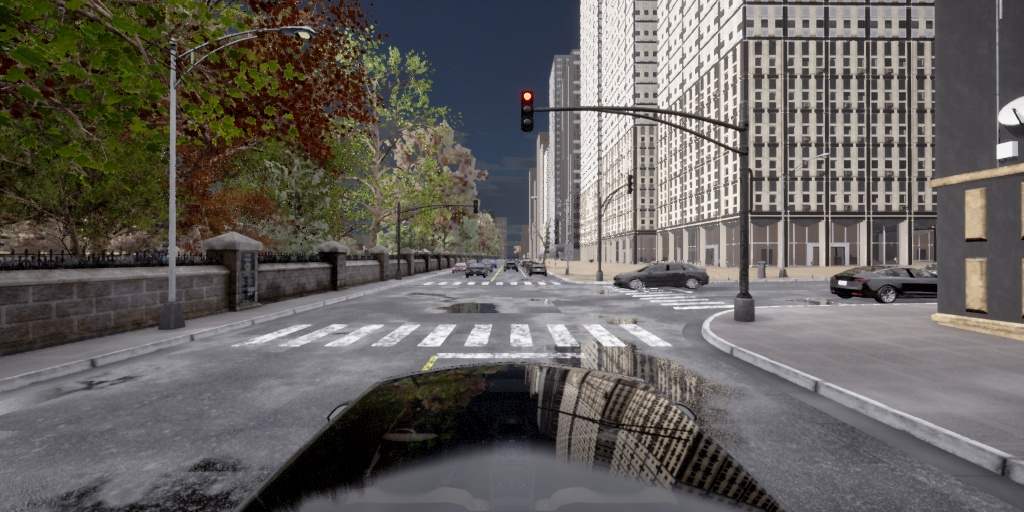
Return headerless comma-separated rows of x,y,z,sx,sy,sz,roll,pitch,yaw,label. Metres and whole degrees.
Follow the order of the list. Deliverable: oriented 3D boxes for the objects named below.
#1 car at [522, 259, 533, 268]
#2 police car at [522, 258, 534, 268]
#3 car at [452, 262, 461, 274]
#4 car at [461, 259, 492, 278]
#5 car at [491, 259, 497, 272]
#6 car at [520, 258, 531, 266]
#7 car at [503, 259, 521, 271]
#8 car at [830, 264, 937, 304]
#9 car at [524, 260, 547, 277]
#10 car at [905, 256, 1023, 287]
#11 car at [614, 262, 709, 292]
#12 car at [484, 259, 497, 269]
2.482,1.335,41.779,1.948,1.339,4.313,0,0,0,car
2.807,1.218,64.571,1.930,1.638,5.238,0,0,0,police car
-5.898,1.351,41.735,1.802,1.307,4.207,0,0,0,car
-3.266,1.311,34.174,2.033,1.411,5.357,0,0,0,car
-3.317,1.262,44.192,2.128,1.511,4.902,0,0,0,car
2.453,1.339,47.412,1.948,1.339,4.313,0,0,0,car
-0.140,1.279,48.301,1.837,1.490,4.892,0,0,0,car
14.627,1.026,13.628,4.313,1.339,1.948,0,0,-1,car
2.512,1.330,36.147,1.948,1.339,4.313,0,0,0,car
25.003,0.799,19.531,4.902,1.511,2.128,-1,0,-1,car
8.148,1.119,19.797,4.892,1.490,1.837,-2,0,6,car
-3.371,1.262,57.409,1.882,1.535,5.008,0,0,0,car
